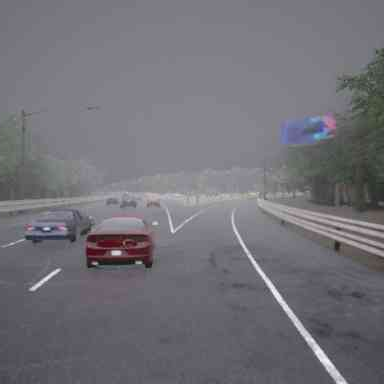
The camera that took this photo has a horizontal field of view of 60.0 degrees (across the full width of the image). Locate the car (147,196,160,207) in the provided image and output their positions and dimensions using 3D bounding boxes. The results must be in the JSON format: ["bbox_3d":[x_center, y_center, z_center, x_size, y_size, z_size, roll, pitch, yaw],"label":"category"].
[{"bbox_3d":[-5.873,1.601,50.931,1.895,1.301,4.718,0,0,-6],"label":"car"}]

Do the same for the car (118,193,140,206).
[{"bbox_3d":[-8.990,1.342,48.033,2.097,1.767,4.553,0,0,-6],"label":"car"}]

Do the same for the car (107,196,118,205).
[{"bbox_3d":[-13.581,1.521,57.499,1.837,1.490,4.892,0,-1,-7],"label":"car"}]

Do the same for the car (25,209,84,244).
[{"bbox_3d":[-5.995,1.520,15.715,2.033,1.411,5.357,0,0,-5],"label":"car"}]

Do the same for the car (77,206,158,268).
[{"bbox_3d":[-2.210,1.460,11.272,1.882,1.535,5.008,0,0,-5],"label":"car"}]

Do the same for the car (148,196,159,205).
[{"bbox_3d":[-7.145,1.529,61.604,1.882,1.535,5.008,0,0,-7],"label":"car"}]

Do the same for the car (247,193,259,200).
[{"bbox_3d":[15.758,1.158,86.629,1.882,1.535,5.008,0,0,24],"label":"car"}]
